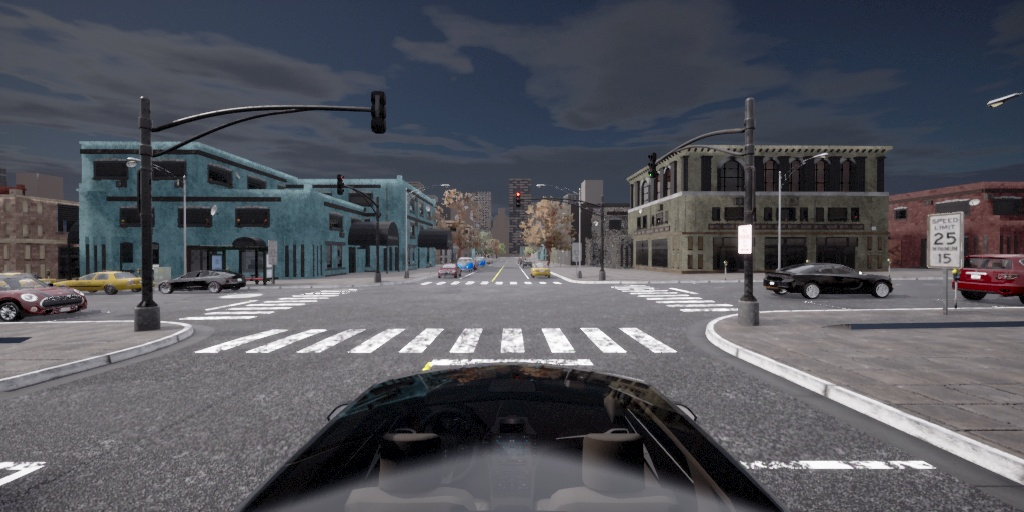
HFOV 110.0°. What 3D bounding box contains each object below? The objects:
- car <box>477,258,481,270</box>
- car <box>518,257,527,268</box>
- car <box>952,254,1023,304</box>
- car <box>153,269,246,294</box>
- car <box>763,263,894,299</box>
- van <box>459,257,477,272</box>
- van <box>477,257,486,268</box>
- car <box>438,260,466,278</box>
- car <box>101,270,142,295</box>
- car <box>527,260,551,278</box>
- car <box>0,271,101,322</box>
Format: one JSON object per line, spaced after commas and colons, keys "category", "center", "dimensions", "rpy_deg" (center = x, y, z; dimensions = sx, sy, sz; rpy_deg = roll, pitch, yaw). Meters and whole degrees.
{"category": "car", "center": [-5.778, 1.285, 50.093], "dimensions": [1.888, 1.381, 4.507], "rpy_deg": [0, 0, 0]}
{"category": "car", "center": [2.582, 1.288, 61.201], "dimensions": [2.007, 1.370, 4.403], "rpy_deg": [0, 0, 0]}
{"category": "car", "center": [19.926, 0.842, 13.616], "dimensions": [5.009, 1.841, 2.192], "rpy_deg": [0, 0, -1]}
{"category": "car", "center": [-18.225, 1.474, 21.244], "dimensions": [4.313, 1.339, 1.948], "rpy_deg": [0, 0, -1]}
{"category": "car", "center": [14.179, 1.050, 16.187], "dimensions": [5.008, 1.535, 1.882], "rpy_deg": [-1, 1, -1]}
{"category": "van", "center": [-5.767, 1.082, 44.546], "dimensions": [1.690, 1.789, 3.998], "rpy_deg": [0, 0, 0]}
{"category": "van", "center": [-5.799, 1.078, 61.185], "dimensions": [1.690, 1.789, 3.998], "rpy_deg": [0, 0, 0]}
{"category": "car", "center": [-5.746, 1.326, 33.454], "dimensions": [1.802, 1.307, 4.207], "rpy_deg": [0, 0, 0]}
{"category": "car", "center": [-24.048, 1.501, 21.128], "dimensions": [4.829, 1.417, 1.751], "rpy_deg": [0, 0, -1]}
{"category": "car", "center": [2.634, 1.269, 33.639], "dimensions": [1.751, 1.417, 4.829], "rpy_deg": [0, 0, 0]}
{"category": "car", "center": [-18.090, 1.423, 12.897], "dimensions": [4.097, 1.591, 1.967], "rpy_deg": [0, 0, -1]}
